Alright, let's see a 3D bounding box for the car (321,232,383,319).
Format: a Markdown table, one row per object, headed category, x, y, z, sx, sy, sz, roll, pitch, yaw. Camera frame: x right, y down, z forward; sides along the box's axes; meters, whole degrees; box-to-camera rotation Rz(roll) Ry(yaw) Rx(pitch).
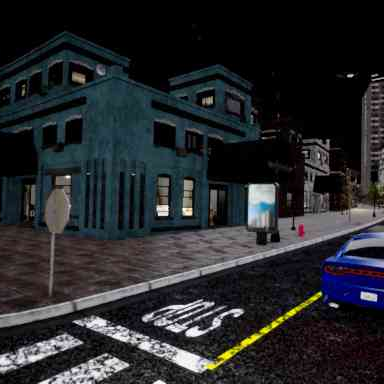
| category | x | y | z | sx | sy | sz | roll | pitch | yaw |
| --- | --- | --- | --- | --- | --- | --- | --- | --- | --- |
| car | 4.480 | 1.647 | 7.443 | 1.882 | 1.535 | 5.008 | 0 | -2 | 39 |
